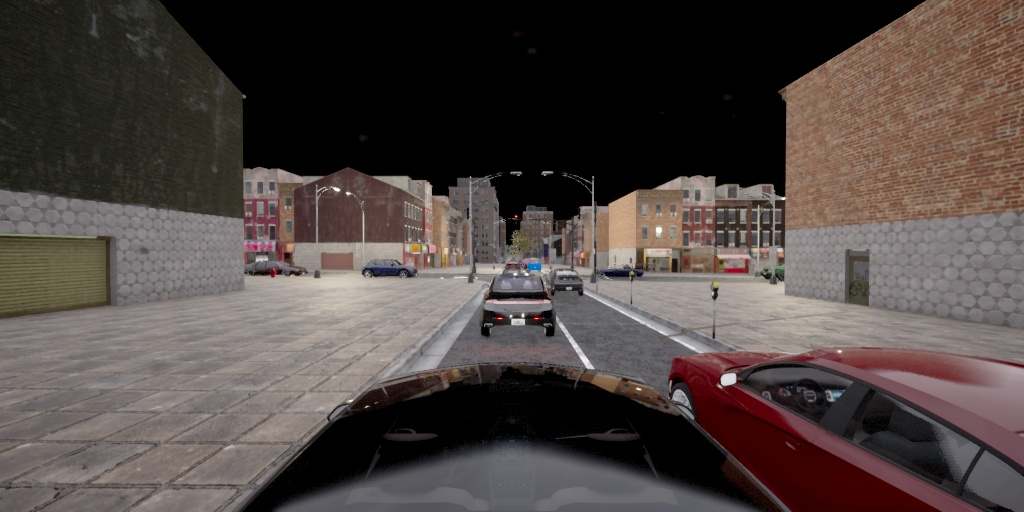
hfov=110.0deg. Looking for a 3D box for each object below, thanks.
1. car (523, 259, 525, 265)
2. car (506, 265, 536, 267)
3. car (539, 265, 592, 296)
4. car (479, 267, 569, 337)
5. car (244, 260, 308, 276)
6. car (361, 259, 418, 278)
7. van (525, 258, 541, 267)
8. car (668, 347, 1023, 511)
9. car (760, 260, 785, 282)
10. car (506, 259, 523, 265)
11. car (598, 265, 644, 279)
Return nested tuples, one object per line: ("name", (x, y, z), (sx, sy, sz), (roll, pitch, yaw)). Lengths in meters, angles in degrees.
("car", (2.948, 1.249, 56.775), (2.192, 1.841, 5.009), (0, 0, 0))
("car", (0.230, 1.369, 20.374), (1.895, 1.301, 4.718), (0, 0, 1))
("car", (2.734, 1.316, 19.239), (2.007, 1.370, 4.403), (0, 0, 0))
("car", (0.147, 1.243, 10.331), (2.128, 1.511, 4.902), (0, 0, 0))
("car", (-20.931, 1.095, 31.436), (5.357, 1.411, 2.033), (1, 1, 0))
("car", (-10.593, 1.039, 31.366), (4.553, 1.767, 2.097), (1, 1, 0))
("van", (2.887, 1.211, 46.194), (1.690, 1.789, 3.998), (0, 0, 0))
("car", (2.637, 1.294, 2.364), (1.888, 1.381, 4.507), (0, 0, 0))
("car", (26.783, 1.363, 34.019), (5.566, 2.045, 2.150), (1, 1, 1))
("car", (0.202, 1.358, 48.123), (1.882, 1.535, 5.008), (0, 0, 2))
("car", (10.010, 1.519, 34.389), (4.718, 1.301, 1.895), (1, 1, 4))
